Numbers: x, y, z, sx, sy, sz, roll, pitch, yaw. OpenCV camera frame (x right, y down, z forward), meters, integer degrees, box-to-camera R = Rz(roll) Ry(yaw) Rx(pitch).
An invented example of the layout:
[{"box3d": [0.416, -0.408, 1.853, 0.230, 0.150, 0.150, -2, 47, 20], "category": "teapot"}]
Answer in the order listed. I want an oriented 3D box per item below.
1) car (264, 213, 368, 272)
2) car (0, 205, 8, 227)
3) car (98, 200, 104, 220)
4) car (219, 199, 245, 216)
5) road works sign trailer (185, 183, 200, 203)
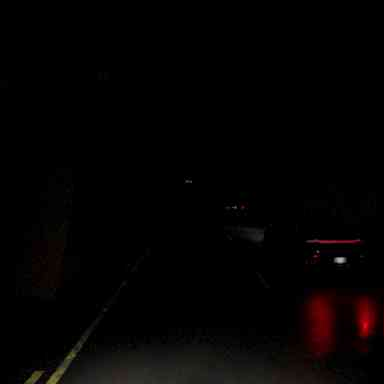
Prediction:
[{"box3d": [3.598, 1.421, 10.495, 2.128, 1.511, 4.902, 0, 0, 0], "category": "car"}, {"box3d": [-10.604, 1.428, 20.230, 1.994, 1.385, 4.181, 0, 0, 0], "category": "car"}, {"box3d": [-7.104, 1.209, 21.417, 2.097, 1.767, 4.553, 0, 0, 0], "category": "car"}, {"box3d": [3.594, 1.346, 30.234, 2.033, 1.411, 5.357, 0, 0, 0], "category": "car"}, {"box3d": [-0.012, 0.084, 57.132, 2.380, 3.560, 2.880, 0, 0, 0], "category": "road works sign trailer"}]
